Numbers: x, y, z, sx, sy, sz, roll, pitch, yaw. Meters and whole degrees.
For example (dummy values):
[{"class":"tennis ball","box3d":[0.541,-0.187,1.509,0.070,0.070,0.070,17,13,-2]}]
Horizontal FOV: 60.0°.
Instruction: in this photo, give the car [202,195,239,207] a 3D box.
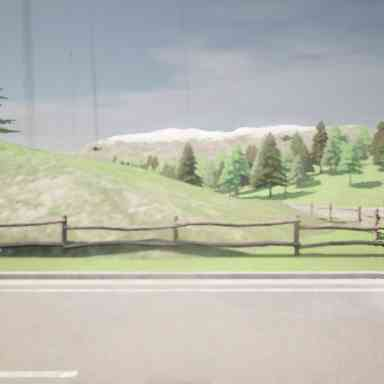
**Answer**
[{"class":"car","box3d":[4.460,1.373,51.874,4.553,1.767,2.097,0,0,36]}]

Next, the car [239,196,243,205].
[{"class":"car","box3d":[6.760,1.376,58.989,4.553,1.767,2.097,0,0,34]}]
